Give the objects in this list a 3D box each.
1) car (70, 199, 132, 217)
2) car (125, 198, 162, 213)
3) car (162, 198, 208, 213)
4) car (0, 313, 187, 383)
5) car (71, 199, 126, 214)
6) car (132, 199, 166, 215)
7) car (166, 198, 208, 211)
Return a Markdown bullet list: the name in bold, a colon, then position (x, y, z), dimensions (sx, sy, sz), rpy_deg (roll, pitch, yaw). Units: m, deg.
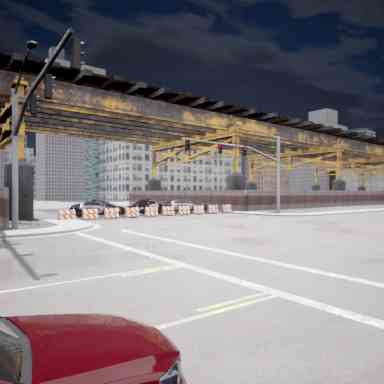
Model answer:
- **car**: position (-8.440, 1.453, 30.356), dimensions (4.974, 1.542, 2.038), rpy_deg (0, 0, 8)
- **car**: position (-4.687, 1.295, 33.102), dimensions (1.853, 1.218, 4.536), rpy_deg (0, 0, 18)
- **car**: position (-0.804, 1.453, 36.824), dimensions (4.974, 1.542, 2.038), rpy_deg (0, 0, -7)
- **car**: position (-2.195, 1.526, 2.201), dimensions (4.674, 1.442, 1.812), rpy_deg (0, 0, -35)
- **car**: position (-8.491, 1.295, 30.363), dimensions (4.536, 1.218, 1.853), rpy_deg (0, 0, 8)
- **car**: position (-4.703, 1.453, 33.052), dimensions (2.038, 1.542, 4.974), rpy_deg (0, 0, 18)
- **car**: position (-0.855, 1.295, 36.817), dimensions (4.536, 1.218, 1.853), rpy_deg (0, 0, -7)
